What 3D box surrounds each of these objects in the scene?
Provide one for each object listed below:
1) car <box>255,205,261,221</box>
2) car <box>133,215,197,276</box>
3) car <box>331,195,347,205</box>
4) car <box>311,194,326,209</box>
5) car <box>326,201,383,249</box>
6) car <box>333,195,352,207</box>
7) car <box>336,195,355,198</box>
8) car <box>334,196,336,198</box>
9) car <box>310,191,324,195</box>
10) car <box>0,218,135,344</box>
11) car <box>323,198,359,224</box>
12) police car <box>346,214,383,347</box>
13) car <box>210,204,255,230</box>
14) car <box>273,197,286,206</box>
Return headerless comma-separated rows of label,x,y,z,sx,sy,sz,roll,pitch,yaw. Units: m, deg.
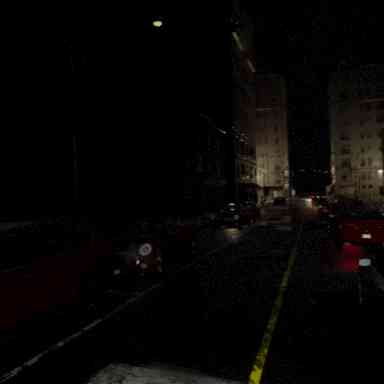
car,4.386,1.597,26.341,1.802,1.307,4.206,-3,-1,20
car,-1.329,1.548,10.588,1.967,1.590,4.097,-3,-1,20
car,21.931,1.150,49.687,1.802,1.307,4.206,-3,-1,20
car,15.645,1.328,40.681,1.895,1.301,4.718,-2,0,20
car,6.774,1.340,13.651,1.882,1.535,5.008,-2,0,20
car,20.027,1.169,44.436,1.947,1.339,4.313,-3,-1,20
car,16.217,1.221,33.934,2.008,1.369,4.403,-3,-1,20
car,18.178,1.161,39.345,1.752,1.417,4.829,-3,-1,20
car,19.960,0.871,52.697,2.150,2.045,5.566,-2,0,20
car,-3.238,1.454,5.338,2.192,1.841,5.009,-3,-1,20
car,8.819,1.334,19.291,1.837,1.490,4.892,-2,0,20
police car,3.402,1.341,4.353,1.930,1.638,5.238,-2,0,20
car,2.477,1.487,21.090,1.967,1.590,4.097,-3,-1,20
car,13.901,1.393,52.598,1.887,1.381,4.507,-3,-1,20
